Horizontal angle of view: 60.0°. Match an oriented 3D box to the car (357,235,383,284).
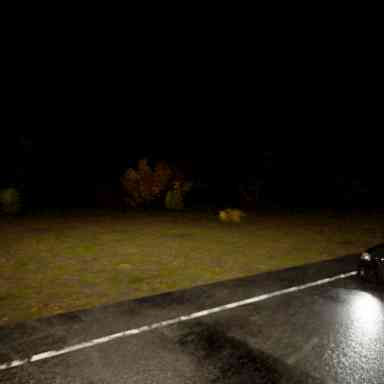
[{"bbox_3d":[5.994,1.565,8.353,4.181,1.385,1.994,0,0,-36],"label":"car"}]
